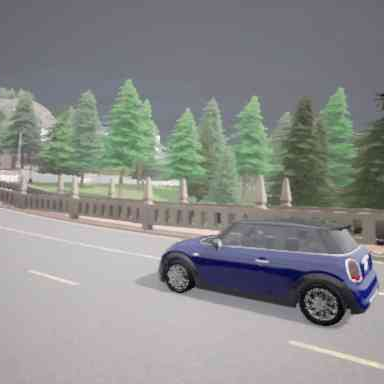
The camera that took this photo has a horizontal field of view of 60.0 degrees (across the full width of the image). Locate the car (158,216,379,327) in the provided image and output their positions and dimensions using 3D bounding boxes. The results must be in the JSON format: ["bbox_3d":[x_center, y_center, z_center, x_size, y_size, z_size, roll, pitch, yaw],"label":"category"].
[{"bbox_3d":[1.426,1.342,7.275,4.553,1.767,2.097,0,0,36],"label":"car"}]
